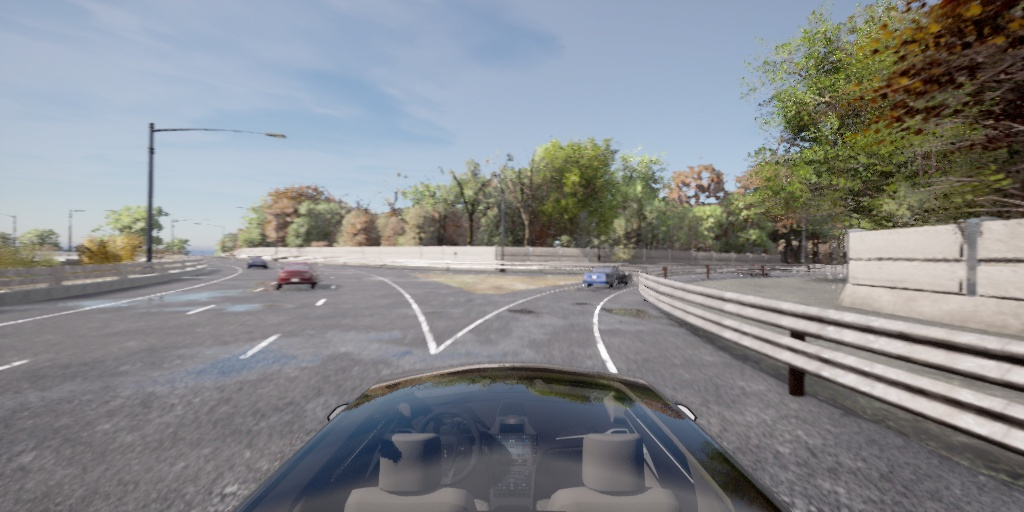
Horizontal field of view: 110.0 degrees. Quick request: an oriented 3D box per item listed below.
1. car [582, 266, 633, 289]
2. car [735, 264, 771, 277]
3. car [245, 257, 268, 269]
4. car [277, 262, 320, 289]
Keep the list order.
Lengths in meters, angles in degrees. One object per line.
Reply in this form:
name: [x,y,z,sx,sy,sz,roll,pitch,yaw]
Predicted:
car: [6.642,1.402,24.677,2.033,1.411,5.357,1,0,35]
car: [29.120,1.689,43.286,5.008,1.535,1.882,1,0,-27]
car: [-31.511,0.808,44.228,1.994,1.385,4.181,1,0,-41]
car: [-12.336,1.078,20.861,1.812,1.442,4.674,1,0,-25]
